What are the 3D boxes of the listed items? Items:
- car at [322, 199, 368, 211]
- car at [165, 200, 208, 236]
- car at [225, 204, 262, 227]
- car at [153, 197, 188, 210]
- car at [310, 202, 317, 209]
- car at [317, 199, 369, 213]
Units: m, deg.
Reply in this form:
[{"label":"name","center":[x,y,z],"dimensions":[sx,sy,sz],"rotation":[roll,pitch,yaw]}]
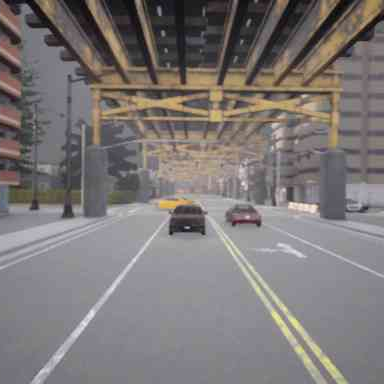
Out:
[{"label":"car","center":[16.500,1.342,35.800],"dimensions":[4.536,1.218,1.853],"rotation":[1,0,-20]},{"label":"car","center":[-0.216,1.408,18.168],"dimensions":[1.882,1.535,5.008],"rotation":[1,0,0]},{"label":"car","center":[3.421,1.516,22.699],"dimensions":[1.994,1.385,4.181],"rotation":[1,0,-1]},{"label":"car","center":[-2.146,1.280,38.377],"dimensions":[5.008,1.535,1.882],"rotation":[1,0,31]},{"label":"car","center":[16.747,1.481,39.943],"dimensions":[4.974,1.542,2.038],"rotation":[1,0,25]},{"label":"car","center":[16.450,1.499,35.782],"dimensions":[4.974,1.542,2.038],"rotation":[1,0,-20]}]
